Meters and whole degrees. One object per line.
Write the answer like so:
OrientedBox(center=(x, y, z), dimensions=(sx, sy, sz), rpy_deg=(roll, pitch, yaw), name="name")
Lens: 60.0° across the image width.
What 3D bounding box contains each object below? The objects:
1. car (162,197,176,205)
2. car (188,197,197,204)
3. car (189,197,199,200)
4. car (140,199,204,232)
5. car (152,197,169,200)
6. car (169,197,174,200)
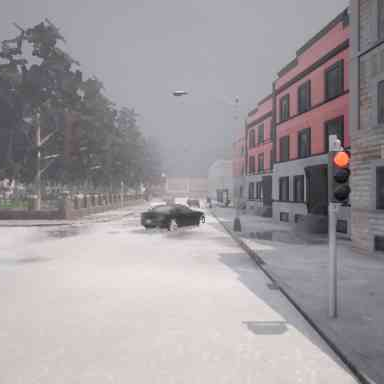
OrientedBox(center=(-3.995, 1.547, 59.319), dimensions=(2.033, 1.411, 5.357), rpy_deg=(0, 0, 1), name="car")
OrientedBox(center=(0.096, 1.801, 73.218), dimensions=(1.895, 1.301, 4.718), rpy_deg=(0, 0, 0), name="car")
OrientedBox(center=(0.163, 1.525, 50.256), dimensions=(1.812, 1.442, 4.674), rpy_deg=(0, 0, 0), name="car")
OrientedBox(center=(-1.068, 1.478, 20.462), dimensions=(1.882, 1.535, 5.008), rpy_deg=(2, 1, 33), name="car")
OrientedBox(center=(-4.039, 1.526, 38.891), dimensions=(1.812, 1.442, 4.674), rpy_deg=(0, 0, 0), name="car")
OrientedBox(center=(-4.035, 1.601, 48.986), dimensions=(1.895, 1.301, 4.718), rpy_deg=(0, 0, 0), name="car")
